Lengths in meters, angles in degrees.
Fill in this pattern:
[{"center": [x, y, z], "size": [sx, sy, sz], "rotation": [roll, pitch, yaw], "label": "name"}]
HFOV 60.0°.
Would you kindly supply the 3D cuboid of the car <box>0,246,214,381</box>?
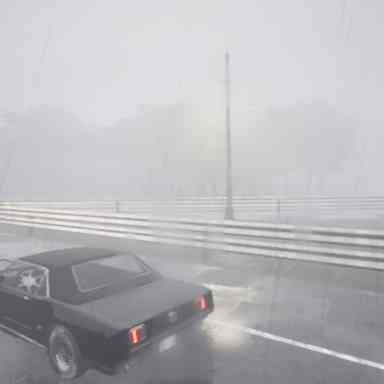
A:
[{"center": [-2.097, 1.579, 5.447], "size": [4.718, 1.301, 1.895], "rotation": [0, 0, 36], "label": "car"}]
